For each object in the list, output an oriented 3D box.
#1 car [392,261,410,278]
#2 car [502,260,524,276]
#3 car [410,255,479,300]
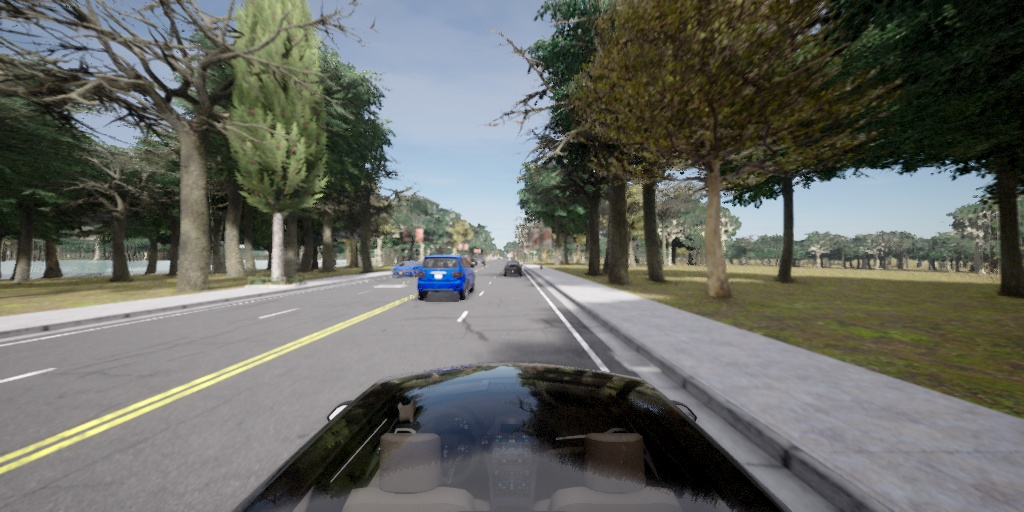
[{"bbox_3d":[-9.837,1.243,34.163,1.882,1.535,5.008,0,0,0],"label":"car"},{"bbox_3d":[0.099,1.273,36.964,1.837,1.490,4.892,0,-1,0],"label":"car"},{"bbox_3d":[-3.145,0.971,17.995,2.150,2.045,5.566,0,0,0],"label":"car"}]
